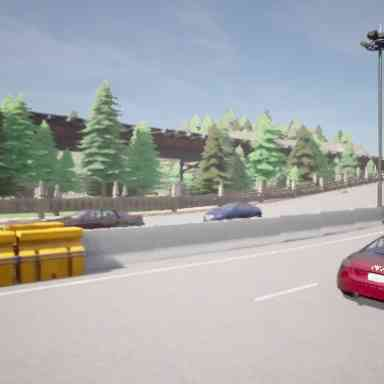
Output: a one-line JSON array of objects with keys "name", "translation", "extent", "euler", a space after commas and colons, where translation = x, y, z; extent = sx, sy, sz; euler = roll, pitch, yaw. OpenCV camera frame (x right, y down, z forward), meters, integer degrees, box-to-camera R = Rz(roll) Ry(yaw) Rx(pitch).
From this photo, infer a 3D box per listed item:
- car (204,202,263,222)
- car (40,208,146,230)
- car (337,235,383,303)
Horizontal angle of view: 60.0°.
[{"name": "car", "translation": [2.951, 1.469, 23.253], "extent": [4.674, 1.442, 1.812], "euler": [-2, 1, -36]}, {"name": "car", "translation": [-5.112, 1.569, 17.435], "extent": [5.357, 1.411, 2.033], "euler": [0, 0, -36]}, {"name": "car", "translation": [5.121, 1.594, 7.436], "extent": [4.181, 1.385, 1.994], "euler": [0, 0, -36]}]
